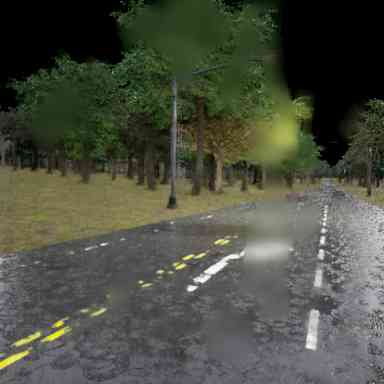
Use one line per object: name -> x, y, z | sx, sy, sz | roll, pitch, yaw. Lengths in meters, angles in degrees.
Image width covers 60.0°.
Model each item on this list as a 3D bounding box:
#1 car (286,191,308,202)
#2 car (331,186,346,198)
car -> 13.780, 0.540, 43.436 | 1.895, 1.301, 4.718 | 2, 2, 30
car -> 25.261, 0.192, 57.179 | 1.837, 1.490, 4.892 | 2, 2, 22
